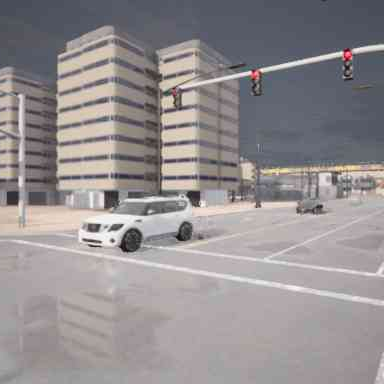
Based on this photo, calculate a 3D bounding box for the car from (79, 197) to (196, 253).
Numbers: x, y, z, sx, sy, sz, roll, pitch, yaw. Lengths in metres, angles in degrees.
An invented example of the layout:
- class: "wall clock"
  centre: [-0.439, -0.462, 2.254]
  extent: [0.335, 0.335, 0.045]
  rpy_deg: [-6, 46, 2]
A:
- class: "car"
  centre: [-2.020, 1.252, 14.171]
  extent: [2.150, 2.045, 5.566]
  rpy_deg: [0, 0, 35]

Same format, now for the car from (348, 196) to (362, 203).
- class: "car"
  centre: [27.444, 1.354, 55.761]
  extent: [1.812, 1.442, 4.674]
  rpy_deg: [0, 0, 35]

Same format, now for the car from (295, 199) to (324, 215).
- class: "car"
  centre: [12.150, 1.536, 34.171]
  extent: [1.837, 1.490, 4.892]
  rpy_deg: [0, 0, 35]
